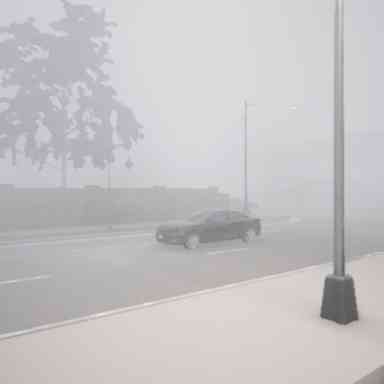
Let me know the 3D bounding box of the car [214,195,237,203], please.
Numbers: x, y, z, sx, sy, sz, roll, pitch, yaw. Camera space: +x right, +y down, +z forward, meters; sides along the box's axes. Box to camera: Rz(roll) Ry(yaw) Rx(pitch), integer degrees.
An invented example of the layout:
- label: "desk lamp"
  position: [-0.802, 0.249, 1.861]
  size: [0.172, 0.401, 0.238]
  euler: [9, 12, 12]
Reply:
- label: "car"
  position: [6.456, 1.340, 64.793]
  size: [1.812, 1.442, 4.674]
  euler: [0, 1, -35]

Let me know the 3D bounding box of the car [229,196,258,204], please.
- label: "car"
  position: [5.991, 1.427, 40.899]
  size: [1.882, 1.535, 5.008]
  euler: [0, 0, -35]

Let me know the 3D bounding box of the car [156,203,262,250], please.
- label: "car"
  position: [0.821, 1.462, 14.378]
  size: [5.008, 1.535, 1.882]
  euler: [0, 0, -35]
